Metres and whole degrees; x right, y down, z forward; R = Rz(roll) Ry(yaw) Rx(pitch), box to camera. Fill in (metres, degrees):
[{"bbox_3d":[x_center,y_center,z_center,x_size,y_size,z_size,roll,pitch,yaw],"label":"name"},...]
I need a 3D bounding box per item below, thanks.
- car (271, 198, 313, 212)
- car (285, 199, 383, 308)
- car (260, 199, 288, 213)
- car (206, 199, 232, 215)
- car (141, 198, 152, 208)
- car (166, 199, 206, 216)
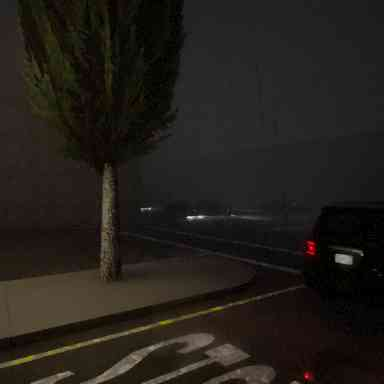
[{"bbox_3d":[11.797,1.523,39.396,1.812,1.442,4.674,0,0,-35],"label":"car"},{"bbox_3d":[4.722,1.220,7.133,5.566,2.045,2.150,0,0,-36],"label":"car"},{"bbox_3d":[9.582,1.489,36.484,2.128,1.511,4.902,0,0,-35],"label":"car"},{"bbox_3d":[2.116,1.489,34.586,2.128,1.511,4.902,0,0,-35],"label":"car"},{"bbox_3d":[-7.375,1.561,48.115,1.994,1.385,4.181,0,0,-35],"label":"car"},{"bbox_3d":[-0.880,1.561,32.763,1.994,1.385,4.181,0,0,-35],"label":"car"}]
